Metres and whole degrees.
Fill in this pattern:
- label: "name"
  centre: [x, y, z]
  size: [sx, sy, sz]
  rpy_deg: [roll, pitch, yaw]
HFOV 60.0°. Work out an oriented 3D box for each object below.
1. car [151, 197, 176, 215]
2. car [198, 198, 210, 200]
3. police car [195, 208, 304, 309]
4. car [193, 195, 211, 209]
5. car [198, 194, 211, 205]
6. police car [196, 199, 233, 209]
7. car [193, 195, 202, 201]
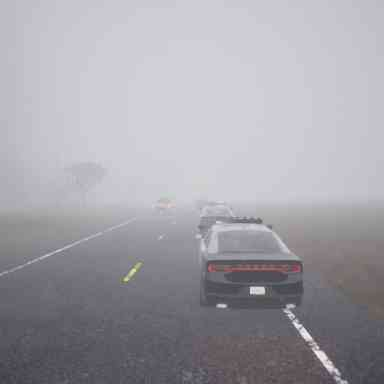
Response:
- label: "car"
  centre: [-2.800, 1.350, 33.174]
  size: [2.097, 1.767, 4.553]
  rpy_deg: [0, 0, 3]
- label: "car"
  centre: [1.486, 1.456, 24.107]
  size: [1.801, 1.575, 5.366]
  rpy_deg: [0, 0, 2]
- label: "police car"
  centre: [1.117, 1.425, 8.085]
  size: [1.930, 1.638, 5.238]
  rpy_deg: [0, 0, 1]
- label: "car"
  centre: [1.450, 1.497, 45.940]
  size: [1.837, 1.490, 4.892]
  rpy_deg: [0, 0, 4]
- label: "car"
  centre: [2.342, 1.335, 60.020]
  size: [2.097, 1.767, 4.553]
  rpy_deg: [0, 0, 4]
- label: "police car"
  centre: [1.310, 1.426, 18.050]
  size: [1.930, 1.638, 5.238]
  rpy_deg: [0, 0, 1]
- label: "car"
  centre: [1.397, 1.523, 87.286]
  size: [1.994, 1.385, 4.181]
  rpy_deg: [0, 0, 6]
